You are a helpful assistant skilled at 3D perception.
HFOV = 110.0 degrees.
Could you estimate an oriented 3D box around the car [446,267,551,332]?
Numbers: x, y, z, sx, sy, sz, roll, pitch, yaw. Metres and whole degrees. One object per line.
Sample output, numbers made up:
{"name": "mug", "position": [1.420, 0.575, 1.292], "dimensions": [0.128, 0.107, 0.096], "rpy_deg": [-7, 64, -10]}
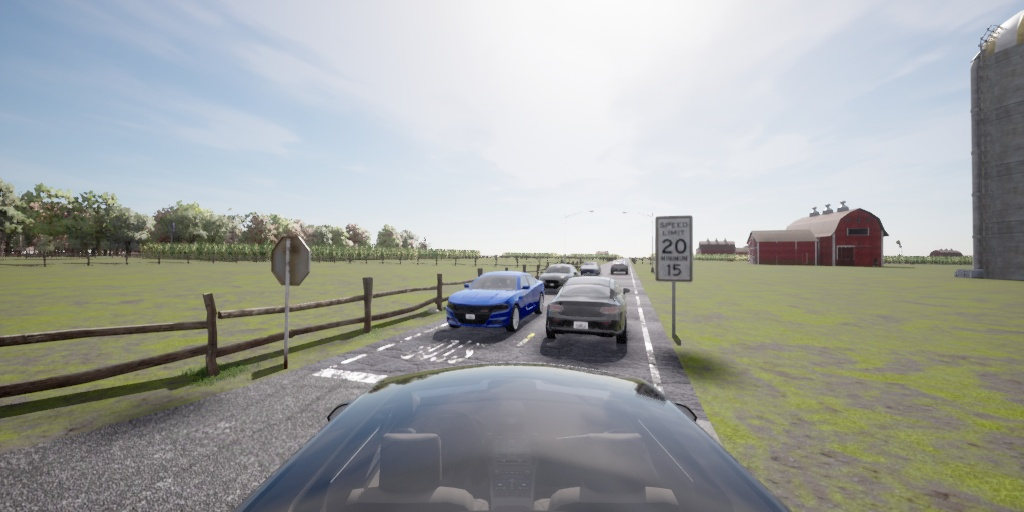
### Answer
{"name": "car", "position": [-0.294, 1.233, 11.272], "dimensions": [1.882, 1.535, 5.008], "rpy_deg": [0, 0, 17]}

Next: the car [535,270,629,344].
{"name": "car", "position": [2.139, 1.280, 9.665], "dimensions": [1.812, 1.442, 4.674], "rpy_deg": [0, 0, 18]}

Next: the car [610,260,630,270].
{"name": "car", "position": [12.333, 1.266, 41.052], "dimensions": [2.128, 1.511, 4.902], "rpy_deg": [0, 0, 18]}

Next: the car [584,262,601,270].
{"name": "car", "position": [8.482, 1.320, 38.462], "dimensions": [2.033, 1.411, 5.357], "rpy_deg": [0, 0, 18]}

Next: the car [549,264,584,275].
{"name": "car", "position": [2.840, 1.268, 21.112], "dimensions": [1.837, 1.490, 4.892], "rpy_deg": [0, 0, 18]}
